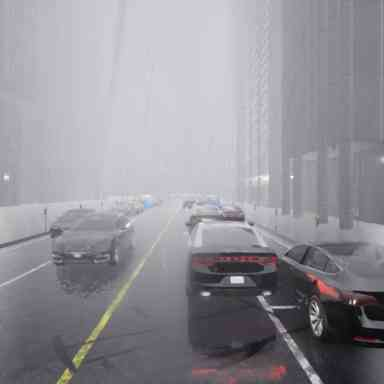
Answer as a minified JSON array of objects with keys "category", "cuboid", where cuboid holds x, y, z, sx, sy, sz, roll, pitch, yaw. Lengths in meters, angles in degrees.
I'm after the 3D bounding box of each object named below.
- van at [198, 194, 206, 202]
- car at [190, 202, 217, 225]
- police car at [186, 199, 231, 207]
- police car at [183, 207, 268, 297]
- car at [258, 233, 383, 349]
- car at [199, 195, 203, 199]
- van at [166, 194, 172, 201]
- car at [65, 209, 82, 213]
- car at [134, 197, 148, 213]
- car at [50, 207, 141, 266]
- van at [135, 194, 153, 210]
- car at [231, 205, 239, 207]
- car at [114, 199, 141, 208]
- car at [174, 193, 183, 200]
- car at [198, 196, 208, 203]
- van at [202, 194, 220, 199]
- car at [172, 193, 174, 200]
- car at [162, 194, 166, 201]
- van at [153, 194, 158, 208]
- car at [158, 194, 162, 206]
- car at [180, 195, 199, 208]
[{"category":"van","cuboid":[2.232,1.331,73.963,1.690,1.788,3.998,0,0,0]},{"category":"car","cuboid":[0.728,1.523,24.648,1.812,1.442,4.674,0,0,0]},{"category":"police car","cuboid":[0.770,1.423,18.758,1.930,1.638,5.238,0,0,0]},{"category":"police car","cuboid":[0.785,1.424,8.748,1.930,1.638,5.238,0,0,-1]},{"category":"car","cuboid":[2.719,1.565,6.277,1.947,1.339,4.313,0,0,0]},{"category":"car","cuboid":[2.354,1.575,57.041,1.802,1.307,4.206,0,0,0]},{"category":"van","cuboid":[-6.334,1.330,79.539,1.690,1.788,3.998,0,0,0]},{"category":"car","cuboid":[-5.887,1.564,17.492,1.947,1.339,4.313,0,0,0]},{"category":"car","cuboid":[-6.007,1.522,34.243,1.752,1.417,4.829,0,0,0]},{"category":"car","cuboid":[-3.179,1.504,11.608,1.837,1.490,4.892,0,0,0]},{"category":"van","cuboid":[-6.050,1.337,40.054,1.690,1.788,3.998,0,0,0]},{"category":"car","cuboid":[2.597,1.542,23.198,1.887,1.381,4.507,0,0,0]},{"category":"car","cuboid":[-5.968,1.548,28.773,2.008,1.369,4.403,0,0,0]},{"category":"car","cuboid":[-3.667,1.209,93.376,2.150,2.045,5.566,0,0,0]},{"category":"car","cuboid":[2.273,1.557,68.323,1.947,1.339,4.313,0,0,0]},{"category":"van","cuboid":[2.475,1.337,40.120,1.690,1.788,3.998,0,0,0]},{"category":"car","cuboid":[-6.374,1.533,85.180,1.887,1.381,4.507,0,0,0]},{"category":"car","cuboid":[-6.172,1.309,56.976,2.192,1.841,5.009,0,0,0]},{"category":"van","cuboid":[-6.091,1.336,45.694,1.690,1.788,3.998,0,0,0]},{"category":"car","cuboid":[-6.131,1.435,51.335,1.967,1.590,4.097,0,0,0]},{"category":"car","cuboid":[-0.290,1.500,45.227,1.837,1.490,4.892,0,0,0]}]
